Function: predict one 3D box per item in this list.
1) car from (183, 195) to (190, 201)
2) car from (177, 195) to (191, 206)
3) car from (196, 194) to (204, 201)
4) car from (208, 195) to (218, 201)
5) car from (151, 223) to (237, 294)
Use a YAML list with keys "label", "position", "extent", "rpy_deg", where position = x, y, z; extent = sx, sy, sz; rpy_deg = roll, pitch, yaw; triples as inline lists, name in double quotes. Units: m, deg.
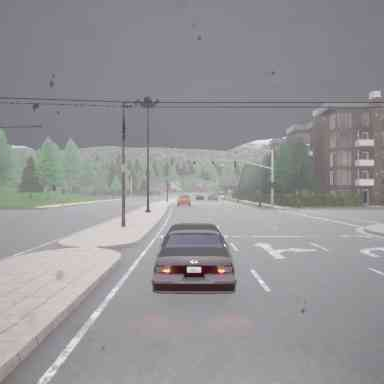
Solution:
- label: "car"
  position: [-1.450, 1.523, 85.501]
  extent: [1.812, 1.442, 4.674]
  rpy_deg: [0, 0, 0]
- label: "car"
  position: [-1.312, 1.352, 54.676]
  extent: [2.097, 1.767, 4.553]
  rpy_deg: [0, 0, -1]
- label: "car"
  position: [2.050, 1.477, 85.536]
  extent: [1.882, 1.535, 5.008]
  rpy_deg: [0, 0, 0]
- label: "car"
  position: [5.550, 1.539, 85.541]
  extent: [2.033, 1.411, 5.357]
  rpy_deg: [0, 0, 0]
- label: "car"
  position: [0.049, 1.547, 8.930]
  extent: [2.033, 1.411, 5.357]
  rpy_deg: [0, 0, 0]
